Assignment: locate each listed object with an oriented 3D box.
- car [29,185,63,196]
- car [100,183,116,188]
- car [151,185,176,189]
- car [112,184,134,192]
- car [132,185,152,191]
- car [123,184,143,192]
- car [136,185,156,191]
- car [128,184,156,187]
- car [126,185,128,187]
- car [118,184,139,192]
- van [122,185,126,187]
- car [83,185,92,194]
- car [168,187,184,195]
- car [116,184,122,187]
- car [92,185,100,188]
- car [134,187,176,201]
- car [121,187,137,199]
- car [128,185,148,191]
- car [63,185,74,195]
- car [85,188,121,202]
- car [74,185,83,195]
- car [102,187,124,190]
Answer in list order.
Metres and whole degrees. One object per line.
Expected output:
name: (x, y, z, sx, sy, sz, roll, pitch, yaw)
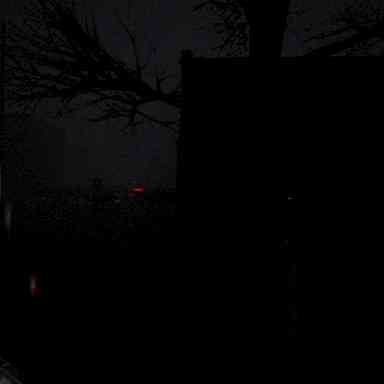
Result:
car: (-23.971, -0.350, 53.911, 4.553, 1.767, 2.185, 2, 2, 15)
car: (-19.594, -0.835, 69.866, 5.566, 2.045, 2.435, 2, 2, 15)
car: (-3.596, 0.260, 51.992, 4.553, 1.767, 2.185, 2, 2, 16)
car: (-16.646, -0.965, 80.495, 4.553, 1.767, 2.185, 2, 2, 15)
car: (-13.660, -1.079, 91.112, 4.892, 1.521, 2.231, 2, 2, 15)
car: (-15.109, -1.086, 85.790, 4.553, 1.767, 2.185, 2, 2, 15)
car: (-12.922, -1.136, 93.768, 4.892, 1.521, 2.231, 2, 2, 15)
car: (-9.068, -0.287, 61.055, 2.150, 2.045, 5.566, 2, 2, 16)
car: (-17.363, -0.776, 77.836, 5.008, 1.535, 2.097, 2, 2, 15)
car: (-15.908, -1.027, 83.150, 4.553, 1.767, 2.185, 2, 2, 15)
van: (-17.978, -0.934, 75.140, 4.442, 1.987, 1.878, 2, 2, 15)
car: (-21.756, -0.519, 61.883, 4.553, 1.767, 2.185, 2, 2, 15)
car: (-3.381, -0.294, 70.405, 1.837, 1.490, 4.892, 2, 2, 16)
car: (-18.656, -0.644, 72.473, 5.366, 1.575, 1.946, 2, 2, 15)
car: (-21.056, -0.454, 64.558, 4.892, 1.521, 2.231, 2, 2, 15)
car: (-5.118, 0.512, 46.778, 4.792, 1.488, 2.163, 2, 2, 16)
car: (-8.632, 0.350, 51.388, 1.994, 1.385, 4.181, 2, 2, 15)
car: (-14.399, -1.020, 88.456, 4.892, 1.521, 2.231, 2, 2, 15)
car: (-23.270, -0.279, 56.586, 5.008, 1.535, 2.097, 2, 2, 15)
car: (-11.031, 0.539, 41.651, 1.994, 1.385, 4.181, 2, 2, 13)
car: (-22.526, -0.296, 59.239, 4.674, 1.452, 2.002, 2, 2, 15)
car: (-11.751, 0.302, 51.385, 1.895, 1.301, 4.718, 2, 2, 16)
